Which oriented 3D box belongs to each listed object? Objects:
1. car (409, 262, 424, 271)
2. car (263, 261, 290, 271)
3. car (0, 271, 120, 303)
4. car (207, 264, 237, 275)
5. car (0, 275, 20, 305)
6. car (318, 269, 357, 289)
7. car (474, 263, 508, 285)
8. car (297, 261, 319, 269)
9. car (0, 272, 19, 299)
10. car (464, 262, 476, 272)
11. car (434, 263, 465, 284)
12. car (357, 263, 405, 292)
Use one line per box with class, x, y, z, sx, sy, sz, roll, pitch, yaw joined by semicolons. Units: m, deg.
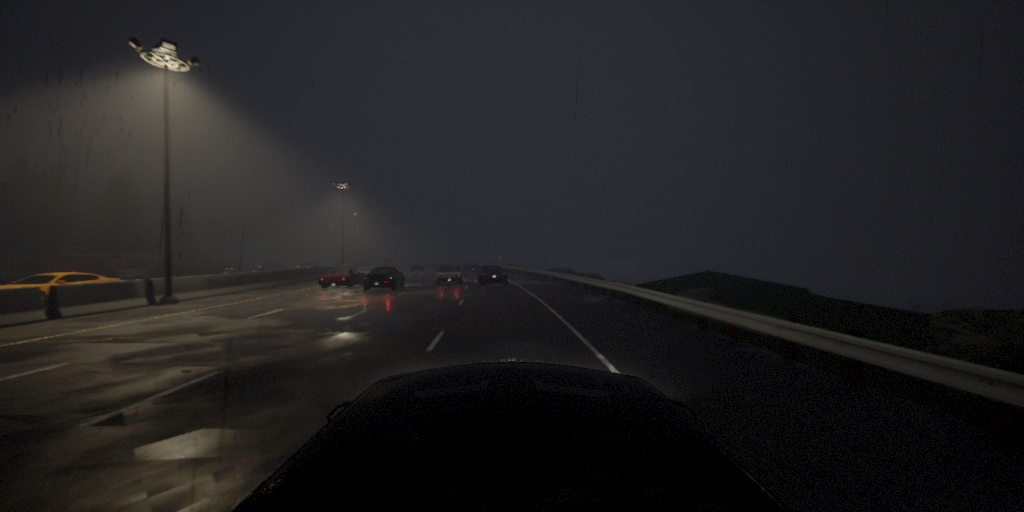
car;-14.369;1.582;53.818;1.895;1.301;4.718;-1;0;-19
car;-31.814;1.736;48.981;1.812;1.442;4.674;-1;0;-17
car;-21.837;1.531;17.135;1.882;1.535;5.008;-1;0;-6
car;-39.002;1.810;48.396;1.837;1.490;4.892;0;0;-18
car;-25.222;1.661;15.626;1.994;1.385;4.181;-1;0;-5
car;-11.717;1.525;25.059;1.895;1.301;4.718;-1;0;-8
car;-1.497;1.353;26.292;1.994;1.385;4.181;-1;0;-8
car;-28.626;1.522;50.458;2.097;1.767;4.553;-1;0;-17
car;-28.969;1.654;18.067;1.837;1.490;4.892;-1;0;-6
car;-5.736;1.464;49.187;1.895;1.301;4.718;-1;0;-16
car;-4.895;1.436;28.073;1.895;1.301;4.718;-1;0;-10
car;-8.046;1.399;22.762;1.812;1.442;4.674;0;0;-8
